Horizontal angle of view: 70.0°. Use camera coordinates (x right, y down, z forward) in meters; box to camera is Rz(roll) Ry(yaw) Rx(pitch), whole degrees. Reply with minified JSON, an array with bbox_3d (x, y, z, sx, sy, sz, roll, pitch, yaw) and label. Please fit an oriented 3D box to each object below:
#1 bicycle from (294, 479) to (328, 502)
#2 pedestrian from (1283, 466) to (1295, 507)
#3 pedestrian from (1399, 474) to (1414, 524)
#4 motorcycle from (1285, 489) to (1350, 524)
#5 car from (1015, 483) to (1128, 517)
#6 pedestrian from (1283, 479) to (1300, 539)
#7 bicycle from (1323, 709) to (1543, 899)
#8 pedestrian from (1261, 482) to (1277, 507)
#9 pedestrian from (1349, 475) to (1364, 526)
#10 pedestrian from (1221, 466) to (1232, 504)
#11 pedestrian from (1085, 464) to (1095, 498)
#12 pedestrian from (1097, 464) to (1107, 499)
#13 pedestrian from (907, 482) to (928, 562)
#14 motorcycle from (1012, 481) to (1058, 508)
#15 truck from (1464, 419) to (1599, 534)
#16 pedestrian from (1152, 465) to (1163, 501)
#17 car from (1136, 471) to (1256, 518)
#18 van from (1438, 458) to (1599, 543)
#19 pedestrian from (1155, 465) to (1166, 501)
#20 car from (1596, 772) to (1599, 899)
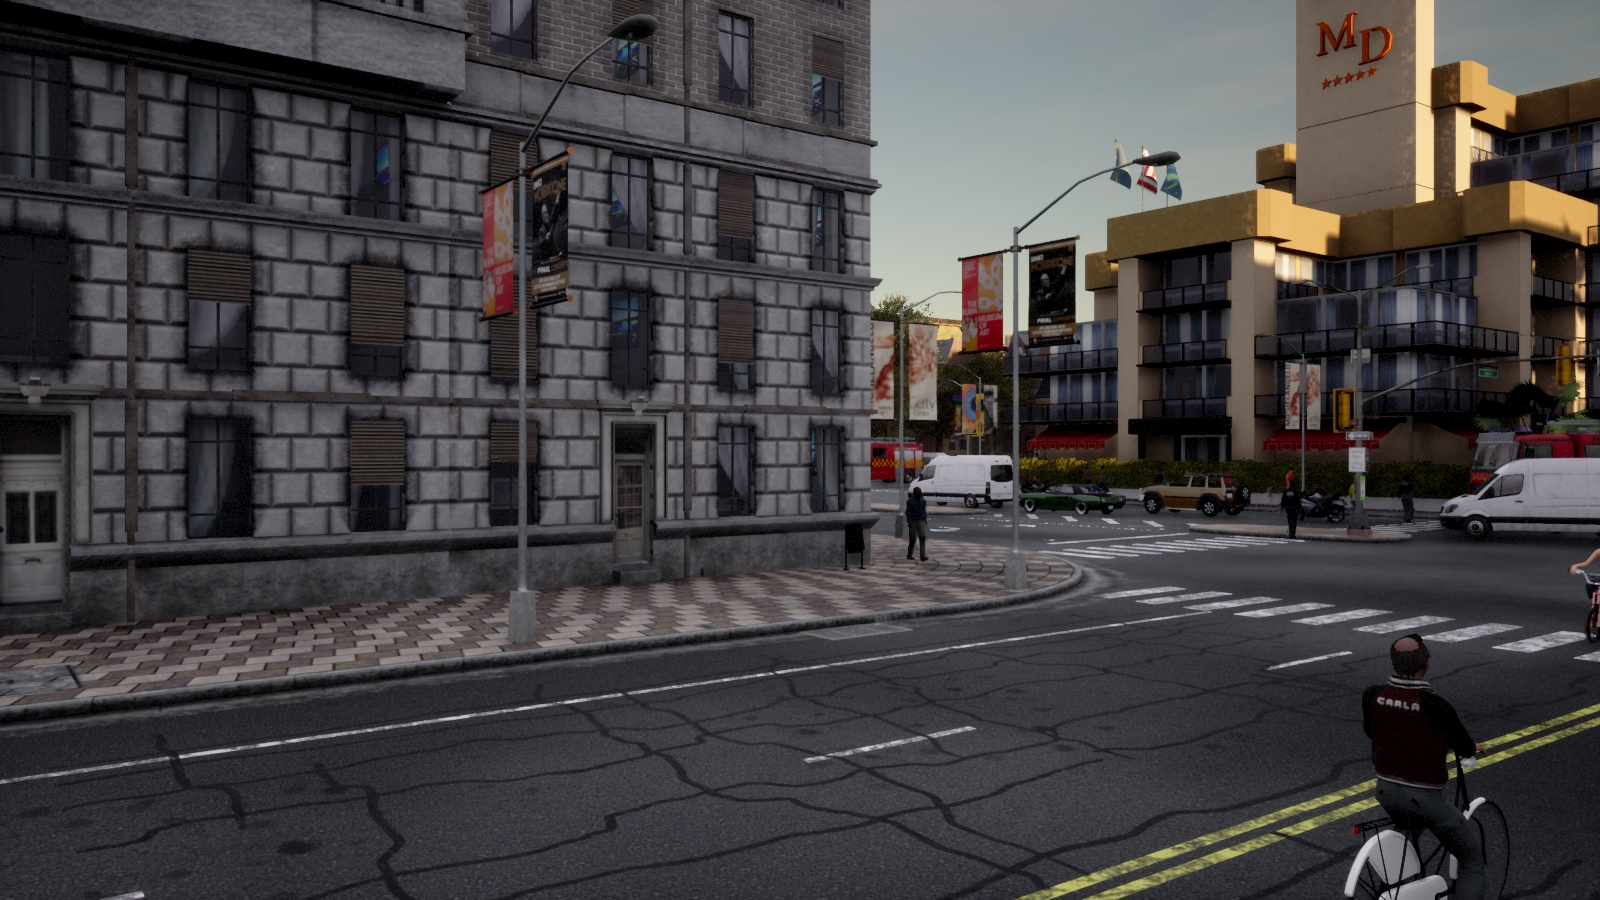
[{"bbox_3d":[-27.407,2.263,64.073,1.835,1.171,0.329,3,-1,12],"label":"bicycle"},{"bbox_3d":[22.832,1.696,53.341,0.375,1.860,0.375,0,0,-33],"label":"pedestrian"},{"bbox_3d":[22.954,1.848,43.255,0.375,1.860,0.375,0,0,-40],"label":"pedestrian"},{"bbox_3d":[20.381,2.205,45.032,0.867,1.251,2.209,0,0,-40],"label":"motorcycle"},{"bbox_3d":[11.885,2.155,50.351,1.895,1.301,4.718,0,0,-37],"label":"car"},{"bbox_3d":[15.386,1.849,35.755,0.375,1.860,0.375,0,0,44],"label":"pedestrian"},{"bbox_3d":[3.626,2.210,6.476,1.835,1.171,0.329,0,0,-35],"label":"bicycle"},{"bbox_3d":[21.875,2.077,53.321,0.500,1.100,0.500,0,0,-36],"label":"pedestrian"},{"bbox_3d":[20.366,1.848,41.837,0.375,1.860,0.375,0,0,-38],"label":"pedestrian"},{"bbox_3d":[20.976,1.696,56.216,0.375,1.860,0.375,0,0,-37],"label":"pedestrian"},{"bbox_3d":[15.911,1.696,62.627,0.375,1.860,0.375,0,0,-39],"label":"pedestrian"},{"bbox_3d":[16.404,1.696,61.993,0.375,1.860,0.375,0,0,-38],"label":"pedestrian"},{"bbox_3d":[2.776,1.696,26.911,0.375,1.860,0.375,0,0,-18],"label":"pedestrian"},{"bbox_3d":[11.640,2.205,56.539,0.867,1.251,2.209,0,0,-37],"label":"motorcycle"},{"bbox_3d":[28.058,0.890,39.405,8.468,3.827,2.891,0,0,5],"label":"truck"},{"bbox_3d":[18.356,1.698,58.619,0.375,1.860,0.375,0,0,-36],"label":"pedestrian"},{"bbox_3d":[17.034,1.864,49.374,1.932,1.855,4.605,0,0,-37],"label":"car"},{"bbox_3d":[23.576,1.534,36.095,5.915,2.561,1.988,0,0,28],"label":"van"},{"bbox_3d":[18.697,1.696,59.211,0.375,1.860,0.375,0,0,-35],"label":"pedestrian"},{"bbox_3d":[4.999,1.754,3.274,6.274,2.098,2.390,0,0,-34],"label":"car"}]
